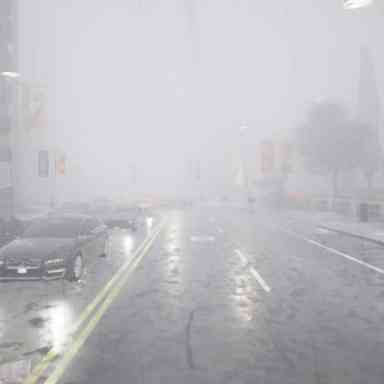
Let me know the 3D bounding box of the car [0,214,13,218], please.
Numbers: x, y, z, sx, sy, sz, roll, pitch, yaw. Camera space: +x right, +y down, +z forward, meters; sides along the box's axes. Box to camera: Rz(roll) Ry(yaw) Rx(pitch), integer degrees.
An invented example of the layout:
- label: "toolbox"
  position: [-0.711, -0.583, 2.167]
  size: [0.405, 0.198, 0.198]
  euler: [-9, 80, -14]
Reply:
- label: "car"
  position: [-7.203, 1.464, 11.292]
  size: [2.033, 1.411, 5.357]
  euler: [0, 0, -1]

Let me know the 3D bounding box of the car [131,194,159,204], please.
- label: "car"
  position: [-7.377, 1.079, 52.358]
  size: [1.837, 1.490, 4.892]
  euler: [-1, 1, -44]

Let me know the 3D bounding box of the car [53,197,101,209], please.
- label: "car"
  position: [-7.394, 1.315, 20.860]
  size: [1.882, 1.535, 5.008]
  euler: [0, 0, -2]

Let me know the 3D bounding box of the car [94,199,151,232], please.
- label: "car"
  position: [-3.825, 1.391, 19.344]
  size: [2.033, 1.411, 5.357]
  euler: [0, 0, -1]

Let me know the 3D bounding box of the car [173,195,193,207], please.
- label: "car"
  position: [-1.658, 1.128, 43.762]
  size: [2.128, 1.511, 4.902]
  euler: [0, 1, -29]

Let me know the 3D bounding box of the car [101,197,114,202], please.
- label: "car"
  position: [-8.478, 1.259, 31.053]
  size: [1.837, 1.490, 4.892]
  euler: [0, 0, -14]

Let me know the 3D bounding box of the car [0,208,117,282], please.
- label: "car"
  position: [-3.700, 1.430, 9.598]
  size: [1.837, 1.490, 4.892]
  euler: [0, 0, -1]

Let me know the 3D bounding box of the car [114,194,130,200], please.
- label: "car"
  position: [-10.083, 1.075, 50.138]
  size: [1.882, 1.535, 5.008]
  euler: [-1, 1, -44]

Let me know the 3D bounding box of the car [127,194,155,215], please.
- label: "car"
  position: [-4.625, 1.236, 29.770]
  size: [1.882, 1.535, 5.008]
  euler: [0, 0, -10]

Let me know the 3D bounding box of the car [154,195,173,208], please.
- label: "car"
  position: [-4.441, 1.137, 41.539]
  size: [1.882, 1.535, 5.008]
  euler: [0, 1, -26]
